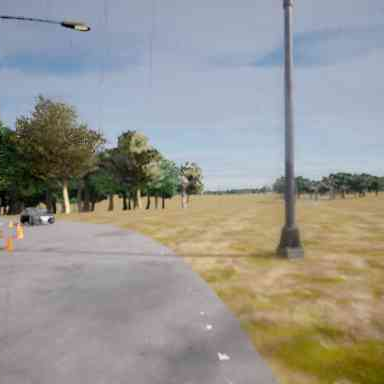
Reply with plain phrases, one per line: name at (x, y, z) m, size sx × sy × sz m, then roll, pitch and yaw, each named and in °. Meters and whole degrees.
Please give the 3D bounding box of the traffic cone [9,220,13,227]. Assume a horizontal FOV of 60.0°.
traffic cone at (-14.170, 2.454, 26.054) m, size 0.340 × 0.580 × 0.340 m, roll 0°, pitch -2°, yaw -37°

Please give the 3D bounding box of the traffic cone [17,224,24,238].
traffic cone at (-9.274, 2.165, 18.007) m, size 0.340 × 0.580 × 0.340 m, roll 0°, pitch -1°, yaw -25°

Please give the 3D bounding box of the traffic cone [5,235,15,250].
traffic cone at (-7.482, 2.065, 13.642) m, size 0.340 × 0.580 × 0.340 m, roll 0°, pitch -1°, yaw -19°

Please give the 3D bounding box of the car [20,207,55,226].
car at (-13.141, 2.029, 28.188) m, size 2.128 × 1.511 × 4.902 m, roll 0°, pitch -2°, yaw -39°
